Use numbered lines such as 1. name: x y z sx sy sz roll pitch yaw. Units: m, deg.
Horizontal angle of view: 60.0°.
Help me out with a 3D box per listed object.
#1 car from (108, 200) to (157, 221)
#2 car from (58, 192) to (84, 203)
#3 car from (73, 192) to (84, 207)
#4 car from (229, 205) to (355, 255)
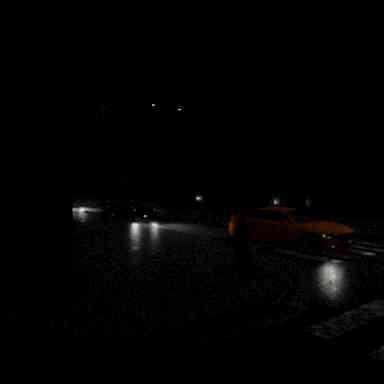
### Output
1. car: -4.310 1.241 23.726 1.895 1.301 4.718 0 1 -34
2. car: -17.187 0.711 47.125 2.033 1.411 5.357 0 1 -35
3. car: -13.484 0.973 36.772 1.895 1.301 4.718 0 1 -35
4. car: 3.672 1.331 12.990 1.882 1.535 5.008 -1 1 -40
